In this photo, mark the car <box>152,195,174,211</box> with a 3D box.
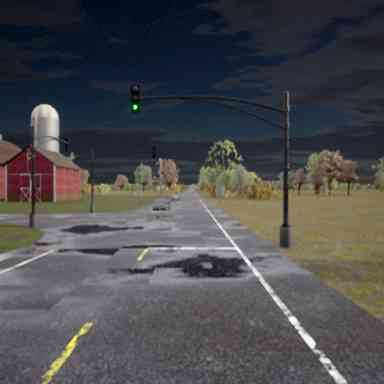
[{"bbox_3d":[-3.442,1.413,38.043,1.837,1.490,4.892,0,2,0],"label":"car"}]

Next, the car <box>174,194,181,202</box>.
[{"bbox_3d":[-3.395,1.228,68.950,1.812,1.442,4.674,0,0,0],"label":"car"}]
